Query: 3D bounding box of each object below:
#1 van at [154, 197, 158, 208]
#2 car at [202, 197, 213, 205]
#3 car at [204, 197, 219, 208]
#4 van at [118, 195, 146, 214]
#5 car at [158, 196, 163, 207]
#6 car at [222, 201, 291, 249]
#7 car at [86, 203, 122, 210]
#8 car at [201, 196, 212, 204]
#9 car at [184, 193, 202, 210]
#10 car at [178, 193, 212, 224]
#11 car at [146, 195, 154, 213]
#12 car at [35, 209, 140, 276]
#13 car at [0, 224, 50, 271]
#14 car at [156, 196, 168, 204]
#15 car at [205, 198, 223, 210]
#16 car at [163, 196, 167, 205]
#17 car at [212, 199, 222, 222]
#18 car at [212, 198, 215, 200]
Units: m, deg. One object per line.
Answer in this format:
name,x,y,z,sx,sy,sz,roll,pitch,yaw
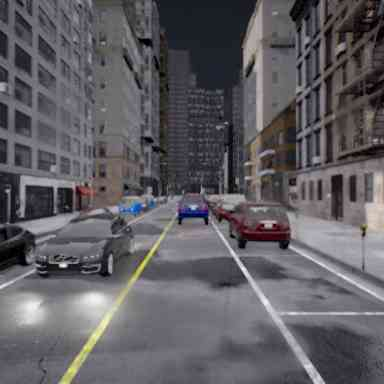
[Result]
van,-5.746,1.307,42.501,1.690,1.788,3.998,1,0,0
car,2.777,1.527,59.328,1.802,1.307,4.206,1,0,0
car,2.777,1.505,48.109,1.887,1.381,4.507,1,0,0
van,-5.748,1.319,31.283,1.690,1.788,3.998,1,0,0
car,-5.749,1.511,48.111,2.008,1.369,4.403,1,0,0
car,2.777,1.306,14.453,2.192,1.841,5.009,1,0,0
car,-5.752,1.569,20.063,1.802,1.307,4.206,1,0,0
car,2.778,1.482,64.937,1.887,1.381,4.507,1,0,0
car,0.103,1.185,43.578,2.150,2.045,5.566,0,0,0
car,0.099,1.204,24.939,2.150,2.045,5.566,0,0,0
car,-5.748,1.413,36.893,1.967,1.590,4.097,1,0,0
car,-3.037,1.499,10.346,1.837,1.490,4.892,0,0,1
car,-5.752,1.560,8.845,1.947,1.339,4.313,1,0,0
car,-5.747,1.482,64.938,1.887,1.381,4.507,1,0,0
car,2.776,1.533,42.500,1.947,1.339,4.313,1,0,0
car,-5.748,1.496,59.330,2.008,1.369,4.403,1,0,0
car,2.775,1.528,25.672,1.887,1.381,4.507,1,0,0
car,2.775,1.560,31.281,1.802,1.307,4.206,1,0,0
